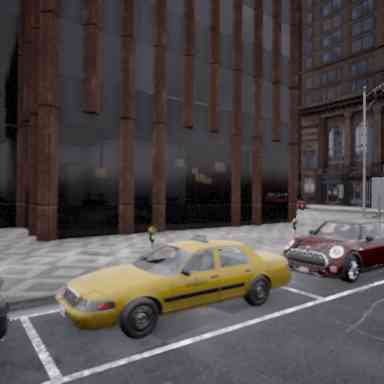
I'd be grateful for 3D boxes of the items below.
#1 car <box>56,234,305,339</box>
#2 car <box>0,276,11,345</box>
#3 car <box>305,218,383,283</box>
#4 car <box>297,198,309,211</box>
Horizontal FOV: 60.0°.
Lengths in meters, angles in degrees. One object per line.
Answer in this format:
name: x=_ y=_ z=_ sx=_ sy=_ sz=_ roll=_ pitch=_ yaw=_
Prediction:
car: x=-0.062 y=1.561 z=6.604 sx=4.829 sy=1.417 sz=1.752 roll=1 pitch=0 yaw=-36
car: x=-4.420 y=1.534 z=3.494 sx=4.403 sy=1.369 sz=2.008 roll=1 pitch=0 yaw=-36
car: x=4.574 y=1.529 z=9.912 sx=4.097 sy=1.590 sz=1.967 roll=1 pitch=0 yaw=-36
car: x=11.280 y=1.232 z=40.154 sx=2.150 sy=2.045 sz=5.566 roll=1 pitch=2 yaw=-36
